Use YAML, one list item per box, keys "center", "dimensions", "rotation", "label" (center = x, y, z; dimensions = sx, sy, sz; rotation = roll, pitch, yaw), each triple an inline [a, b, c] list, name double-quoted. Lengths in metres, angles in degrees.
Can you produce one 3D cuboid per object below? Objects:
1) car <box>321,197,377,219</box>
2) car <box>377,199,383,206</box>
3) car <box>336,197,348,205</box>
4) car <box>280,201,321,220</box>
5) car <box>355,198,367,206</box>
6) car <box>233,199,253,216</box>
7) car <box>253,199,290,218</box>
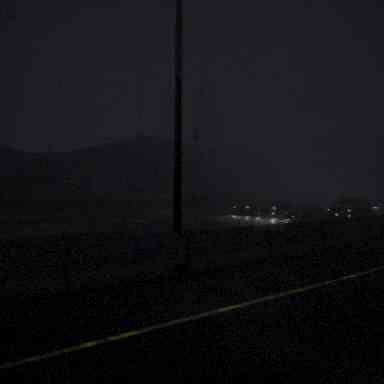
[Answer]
- center: [13.571, 1.468, 28.584]
  dimensions: [5.566, 2.045, 2.150]
  rotation: [1, 0, -44]
  label: "car"
- center: [35.863, 2.100, 62.937]
  dimensions: [1.812, 1.442, 4.674]
  rotation: [0, 0, 29]
  label: "car"
- center: [31.360, 1.910, 69.336]
  dimensions: [1.837, 1.490, 4.892]
  rotation: [0, 0, 29]
  label: "car"
- center: [10.679, 1.785, 30.651]
  dimensions: [5.357, 1.411, 2.033]
  rotation: [1, 0, -44]
  label: "car"
- center: [33.824, 1.939, 66.515]
  dimensions: [1.812, 1.442, 4.674]
  rotation: [0, 0, 29]
  label: "car"
- center: [6.562, 1.589, 36.454]
  dimensions: [4.553, 1.767, 2.097]
  rotation: [0, 0, -44]
  label: "car"
- center: [8.625, 1.591, 33.574]
  dimensions: [4.553, 1.767, 2.097]
  rotation: [1, 0, -44]
  label: "car"
